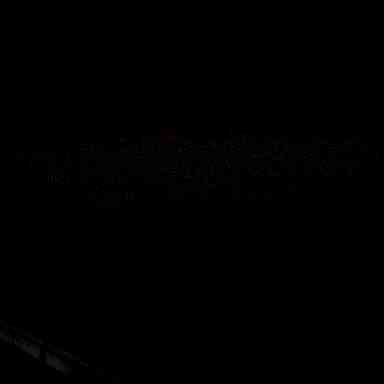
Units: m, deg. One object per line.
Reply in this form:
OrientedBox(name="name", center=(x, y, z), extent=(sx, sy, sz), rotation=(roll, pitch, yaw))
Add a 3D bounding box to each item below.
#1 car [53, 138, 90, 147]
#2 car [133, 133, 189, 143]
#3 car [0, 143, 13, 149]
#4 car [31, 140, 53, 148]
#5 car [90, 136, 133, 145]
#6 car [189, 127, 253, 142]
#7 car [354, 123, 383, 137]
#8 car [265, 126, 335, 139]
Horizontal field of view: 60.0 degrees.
OrientedBox(name="car", center=(-11.655, -4.854, 34.523), extent=(4.892, 1.521, 2.231), rotation=(3, 2, 34))
OrientedBox(name="car", center=(-2.269, -4.330, 28.626), extent=(5.008, 1.535, 2.097), rotation=(3, 2, 31))
OrientedBox(name="car", center=(-25.303, -5.674, 43.690), extent=(4.553, 1.767, 2.185), rotation=(3, 2, 34))
OrientedBox(name="car", center=(-16.235, -5.095, 37.593), extent=(4.892, 1.521, 2.231), rotation=(3, 2, 34))
OrientedBox(name="car", center=(-6.995, -4.555, 31.525), extent=(4.674, 1.452, 2.002), rotation=(3, 2, 33))
OrientedBox(name="car", center=(2.500, -4.193, 25.839), extent=(4.553, 1.767, 2.185), rotation=(3, 2, 30))
OrientedBox(name="car", center=(12.375, -3.494, 20.499), extent=(4.674, 1.452, 2.002), rotation=(3, 2, 28))
OrientedBox(name="car", center=(7.501, -3.766, 23.074), extent=(4.792, 1.488, 2.163), rotation=(3, 2, 29))
